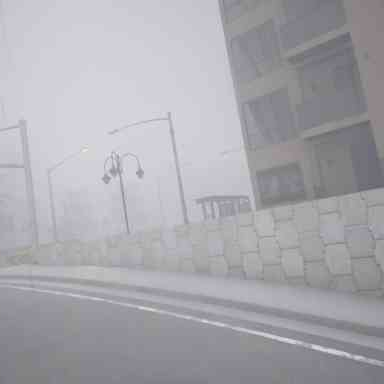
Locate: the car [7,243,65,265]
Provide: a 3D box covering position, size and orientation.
[{"bbox_3d":[-13.689,5.361,29.559,1.882,1.535,5.008,-14,-8,35],"label":"car"}]

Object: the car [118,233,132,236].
[{"bbox_3d":[-7.848,5.454,37.491,1.895,1.301,4.718,-14,-8,35],"label":"car"}]
